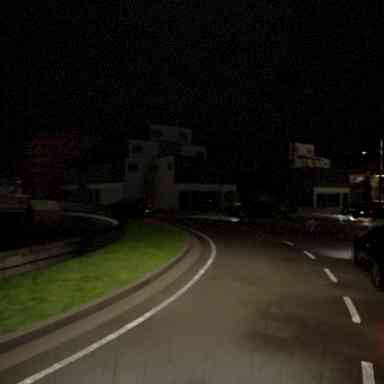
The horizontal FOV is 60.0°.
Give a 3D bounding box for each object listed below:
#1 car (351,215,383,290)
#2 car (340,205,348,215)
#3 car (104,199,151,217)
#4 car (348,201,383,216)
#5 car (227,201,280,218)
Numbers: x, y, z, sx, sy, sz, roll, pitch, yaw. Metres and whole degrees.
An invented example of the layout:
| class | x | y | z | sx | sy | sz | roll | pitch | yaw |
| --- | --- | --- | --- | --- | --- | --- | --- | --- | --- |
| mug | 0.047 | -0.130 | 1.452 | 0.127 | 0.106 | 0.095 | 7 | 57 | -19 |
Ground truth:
| class | x | y | z | sx | sy | sz | roll | pitch | yaw |
| --- | --- | --- | --- | --- | --- | --- | --- | --- | --- |
| car | 5.618 | 1.611 | 8.935 | 1.812 | 1.442 | 4.674 | 1 | 0 | 16 |
| car | 18.289 | 1.786 | 36.210 | 4.892 | 1.490 | 1.837 | 1 | 0 | -30 |
| car | -5.847 | 1.410 | 29.965 | 4.902 | 1.511 | 2.128 | 1 | 0 | 36 |
| car | 16.424 | 1.815 | 30.315 | 4.181 | 1.385 | 1.994 | 1 | 0 | -39 |
| car | 5.784 | 1.570 | 31.218 | 5.008 | 1.535 | 1.882 | 1 | 0 | -12 |
